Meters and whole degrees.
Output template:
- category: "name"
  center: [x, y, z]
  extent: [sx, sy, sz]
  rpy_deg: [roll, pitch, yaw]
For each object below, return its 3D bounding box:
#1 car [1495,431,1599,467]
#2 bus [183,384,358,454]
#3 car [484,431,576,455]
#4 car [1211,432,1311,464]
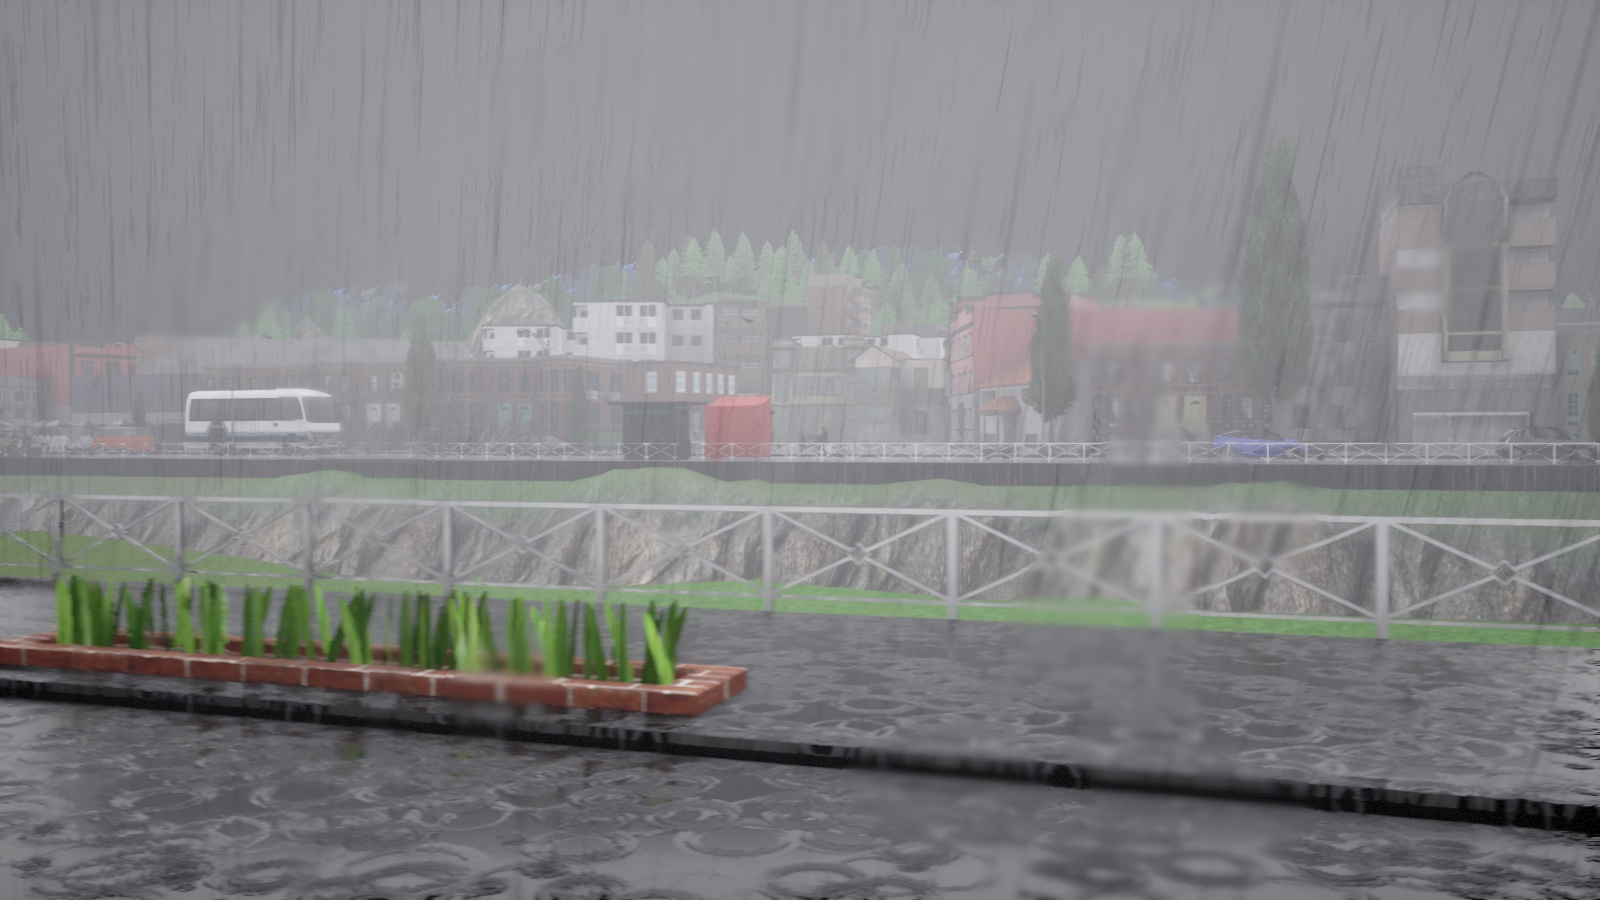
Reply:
- category: "car"
  center: [34.179, -0.065, 57.331]
  extent: [3.988, 1.617, 1.851]
  rpy_deg: [1, 1, 19]
- category: "bus"
  center: [-33.768, -1.961, 80.149]
  extent: [10.273, 4.253, 3.944]
  rpy_deg: [1, 1, 19]
- category: "car"
  center: [-16.917, -0.450, 78.726]
  extent: [5.357, 1.411, 2.033]
  rpy_deg: [1, 1, 19]
- category: "car"
  center: [22.449, -0.123, 61.274]
  extent: [4.514, 1.525, 2.007]
  rpy_deg: [1, 1, 19]
